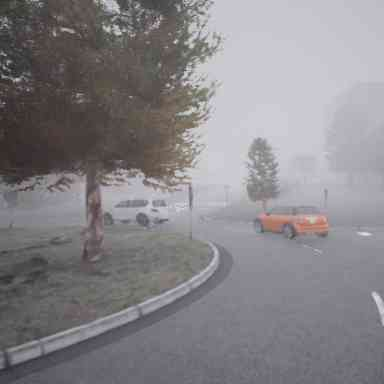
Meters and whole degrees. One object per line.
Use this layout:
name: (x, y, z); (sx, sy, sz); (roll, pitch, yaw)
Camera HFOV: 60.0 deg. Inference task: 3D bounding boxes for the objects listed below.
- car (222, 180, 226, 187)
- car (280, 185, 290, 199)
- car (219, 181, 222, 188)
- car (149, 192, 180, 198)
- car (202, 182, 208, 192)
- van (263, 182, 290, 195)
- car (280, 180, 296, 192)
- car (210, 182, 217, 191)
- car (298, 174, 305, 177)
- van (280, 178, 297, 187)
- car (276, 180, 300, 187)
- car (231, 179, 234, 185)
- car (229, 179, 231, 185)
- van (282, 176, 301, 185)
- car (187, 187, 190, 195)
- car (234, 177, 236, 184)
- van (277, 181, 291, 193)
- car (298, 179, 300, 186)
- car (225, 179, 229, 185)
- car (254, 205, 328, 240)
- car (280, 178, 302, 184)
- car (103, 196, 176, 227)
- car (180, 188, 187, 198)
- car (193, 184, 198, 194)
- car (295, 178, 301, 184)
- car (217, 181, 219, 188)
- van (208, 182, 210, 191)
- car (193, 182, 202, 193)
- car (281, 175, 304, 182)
car: (5.127, -1.688, 82.310); (5.008, 1.535, 2.097); (-3, 3, 0)
car: (11.694, 0.253, 50.438); (5.008, 1.535, 2.097); (-1, 4, 2)
car: (4.164, -1.434, 79.557); (4.792, 1.488, 2.163); (-3, 3, 0)
car: (-4.808, 0.616, 54.694); (4.674, 1.452, 2.002); (-3, 3, 0)
car: (0.142, -0.558, 68.540); (5.008, 1.535, 2.097); (-3, 3, 0)
van: (14.884, -0.667, 58.755); (4.442, 1.987, 1.878); (-1, 4, 2)
car: (13.868, -0.462, 55.971); (5.566, 2.045, 2.435); (-1, 4, 2)
car: (2.324, -1.023, 74.052); (5.366, 1.575, 1.946); (-3, 3, 0)
car: (23.686, -2.563, 81.125); (5.566, 2.045, 2.435); (-1, 4, 0)
van: (17.322, -1.140, 64.324); (4.442, 1.987, 1.878); (-1, 4, 2)
car: (22.617, -2.078, 78.336); (4.892, 1.521, 2.231); (-1, 4, 1)
car: (8.156, -2.366, 90.550); (5.008, 1.535, 2.097); (-3, 4, 0)
car: (7.150, -2.138, 87.800); (4.892, 1.521, 2.231); (-3, 4, 0)
van: (25.838, -3.002, 86.733); (4.442, 1.987, 1.878); (-1, 4, 0)
car: (-2.806, -0.004, 60.219); (4.553, 1.767, 2.185); (-3, 4, 0)
car: (9.185, -2.715, 93.287); (4.553, 1.767, 2.185); (-3, 4, 0)
van: (12.911, -0.207, 53.197); (4.442, 1.987, 1.878); (-1, 4, 2)
car: (19.405, -1.377, 69.915); (4.892, 1.521, 2.231); (-1, 4, 1)
car: (6.142, -1.913, 85.055); (4.892, 1.521, 2.231); (-3, 4, 0)
car: (5.180, 1.463, 18.046); (2.097, 1.767, 4.553); (-1, -1, -17)
car: (26.574, -2.998, 89.550); (5.366, 1.575, 1.946); (-1, 4, 0)
car: (-4.354, 1.505, 25.128); (5.566, 2.045, 2.150); (-1, -1, 29)
car: (-3.790, 0.377, 57.466); (4.792, 1.488, 2.163); (-3, 3, 0)
car: (-1.867, -0.073, 63.000); (4.792, 1.488, 2.163); (-3, 4, 0)
car: (20.508, -1.583, 72.720); (4.792, 1.488, 2.163); (-1, 4, 1)
car: (3.127, -1.236, 76.807); (5.008, 1.535, 2.097); (-3, 3, 0)
van: (1.014, -1.003, 71.283); (4.442, 1.987, 1.878); (-3, 4, 0)
car: (-0.822, -0.457, 65.757); (4.553, 1.767, 2.185); (-3, 4, 0)
car: (21.577, -2.097, 75.507); (5.566, 2.045, 2.435); (-1, 4, 1)
